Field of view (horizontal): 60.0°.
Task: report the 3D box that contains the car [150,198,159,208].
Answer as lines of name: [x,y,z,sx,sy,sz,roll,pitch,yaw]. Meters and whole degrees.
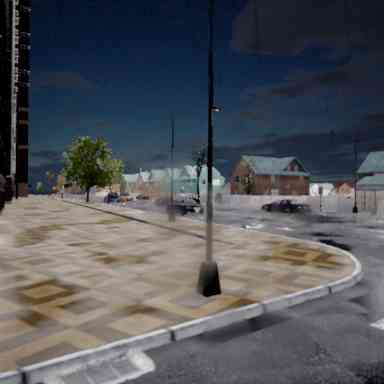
car: [-2.773,1.239,39.970,2.033,1.411,5.357,1,0,-28]

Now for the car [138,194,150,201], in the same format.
car: [-10.191,1.088,68.561,2.033,1.411,5.357,1,0,-28]

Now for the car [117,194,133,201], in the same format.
car: [-13.762,1.100,68.376,1.895,1.301,4.718,1,0,-28]

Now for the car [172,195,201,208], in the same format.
car: [-0.837,1.210,43.705,1.837,1.490,4.892,1,0,-28]

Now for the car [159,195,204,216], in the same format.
car: [-0.684,1.247,28.974,2.128,1.511,4.902,1,0,-28]

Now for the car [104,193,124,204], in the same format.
car: [-12.467,1.065,51.606,1.812,1.442,4.674,1,0,-27]

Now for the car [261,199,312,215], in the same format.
car: [8.942,1.417,31.894,2.033,1.411,5.357,1,0,-27]

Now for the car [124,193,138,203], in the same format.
car: [-11.313,0.959,56.483,2.097,1.767,4.553,1,0,-28]
